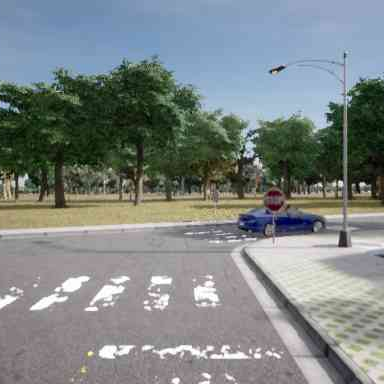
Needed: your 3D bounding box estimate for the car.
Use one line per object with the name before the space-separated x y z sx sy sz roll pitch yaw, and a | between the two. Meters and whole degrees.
car | 4.749 1.433 17.608 5.008 1.535 1.882 0 0 -23
